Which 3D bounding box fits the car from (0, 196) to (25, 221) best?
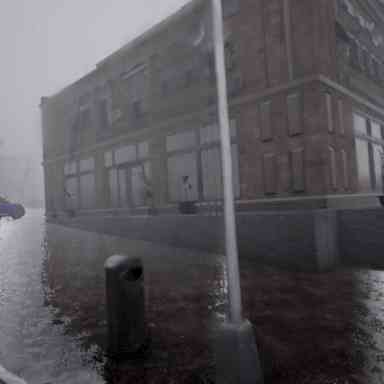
[{"bbox_3d":[-14.789,1.252,24.155,2.150,2.045,5.566,-4,0,12],"label":"car"}]
